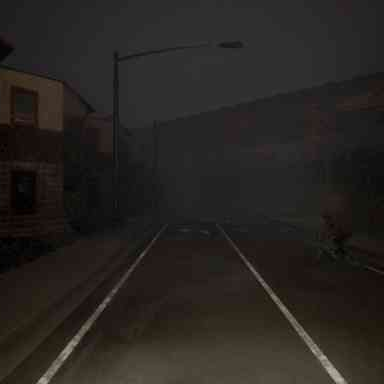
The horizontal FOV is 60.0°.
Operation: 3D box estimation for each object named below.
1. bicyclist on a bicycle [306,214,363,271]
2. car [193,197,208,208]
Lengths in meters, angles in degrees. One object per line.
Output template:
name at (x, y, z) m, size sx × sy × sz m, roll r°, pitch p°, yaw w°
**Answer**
bicyclist on a bicycle at (4.029, 1.440, 9.419) m, size 1.656 × 1.620 × 0.582 m, roll -1°, pitch 0°, yaw 0°
car at (1.271, 1.471, 47.791) m, size 1.882 × 1.535 × 5.008 m, roll 0°, pitch 0°, yaw 7°
